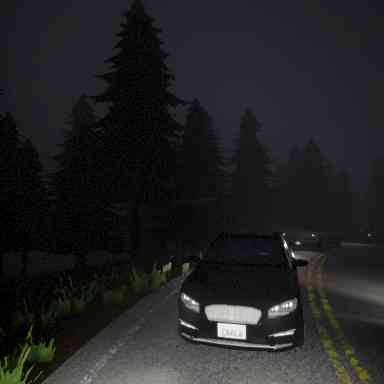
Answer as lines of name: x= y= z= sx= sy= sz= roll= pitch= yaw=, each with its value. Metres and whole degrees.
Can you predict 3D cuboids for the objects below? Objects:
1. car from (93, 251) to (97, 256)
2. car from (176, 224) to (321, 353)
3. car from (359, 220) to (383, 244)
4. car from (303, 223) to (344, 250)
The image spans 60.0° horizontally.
car: x=-20.282 y=13.650 z=72.959 sx=4.181 sy=1.381 sz=1.994 roll=-2 pitch=-5 yaw=31
car: x=1.131 y=1.561 z=6.596 sx=2.128 sy=1.511 sz=4.902 roll=-1 pitch=-2 yaw=15
car: x=15.827 y=3.224 z=26.455 sx=5.566 sy=2.045 sz=2.150 roll=8 pitch=-8 yaw=-28
car: x=6.486 y=2.307 z=17.678 sx=1.895 sy=1.301 sz=4.718 roll=-3 pitch=-6 yaw=39
